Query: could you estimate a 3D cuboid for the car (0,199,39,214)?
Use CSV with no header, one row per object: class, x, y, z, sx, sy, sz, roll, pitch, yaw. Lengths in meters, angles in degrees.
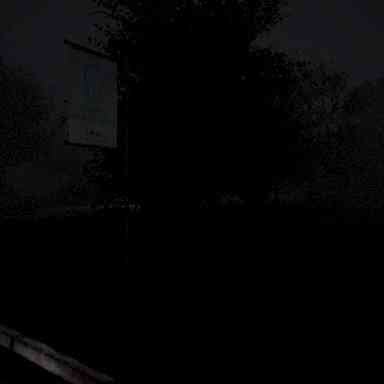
car,-18.966,1.488,35.612,2.128,1.511,4.902,0,0,39
